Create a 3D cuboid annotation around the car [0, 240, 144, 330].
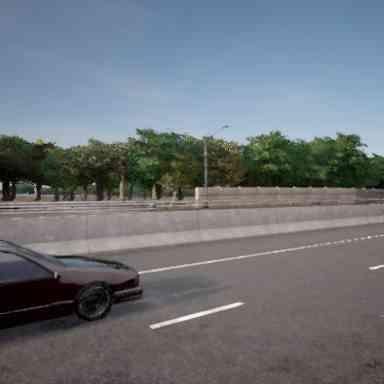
[{"bbox_3d":[-3.539,1.548,5.520,5.357,1.411,2.033,0,0,-36],"label":"car"}]
